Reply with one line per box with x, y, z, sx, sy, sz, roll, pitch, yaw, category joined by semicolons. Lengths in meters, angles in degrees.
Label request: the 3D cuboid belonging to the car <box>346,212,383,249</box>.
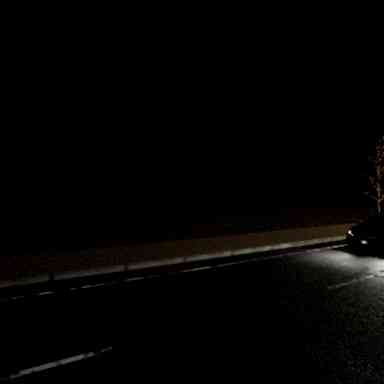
8.084;1.527;13.307;4.674;1.442;1.812;0;0;-36;car
